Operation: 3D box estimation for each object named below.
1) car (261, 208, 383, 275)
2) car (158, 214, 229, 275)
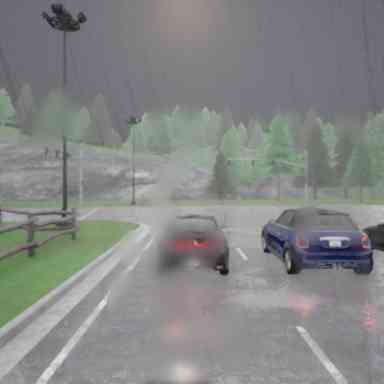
[{"bbox_3d":[3.552,1.270,10.346,2.097,1.767,4.553,0,0,0],"label":"car"},{"bbox_3d":[0.050,1.424,10.183,1.837,1.490,4.892,0,0,0],"label":"car"}]
